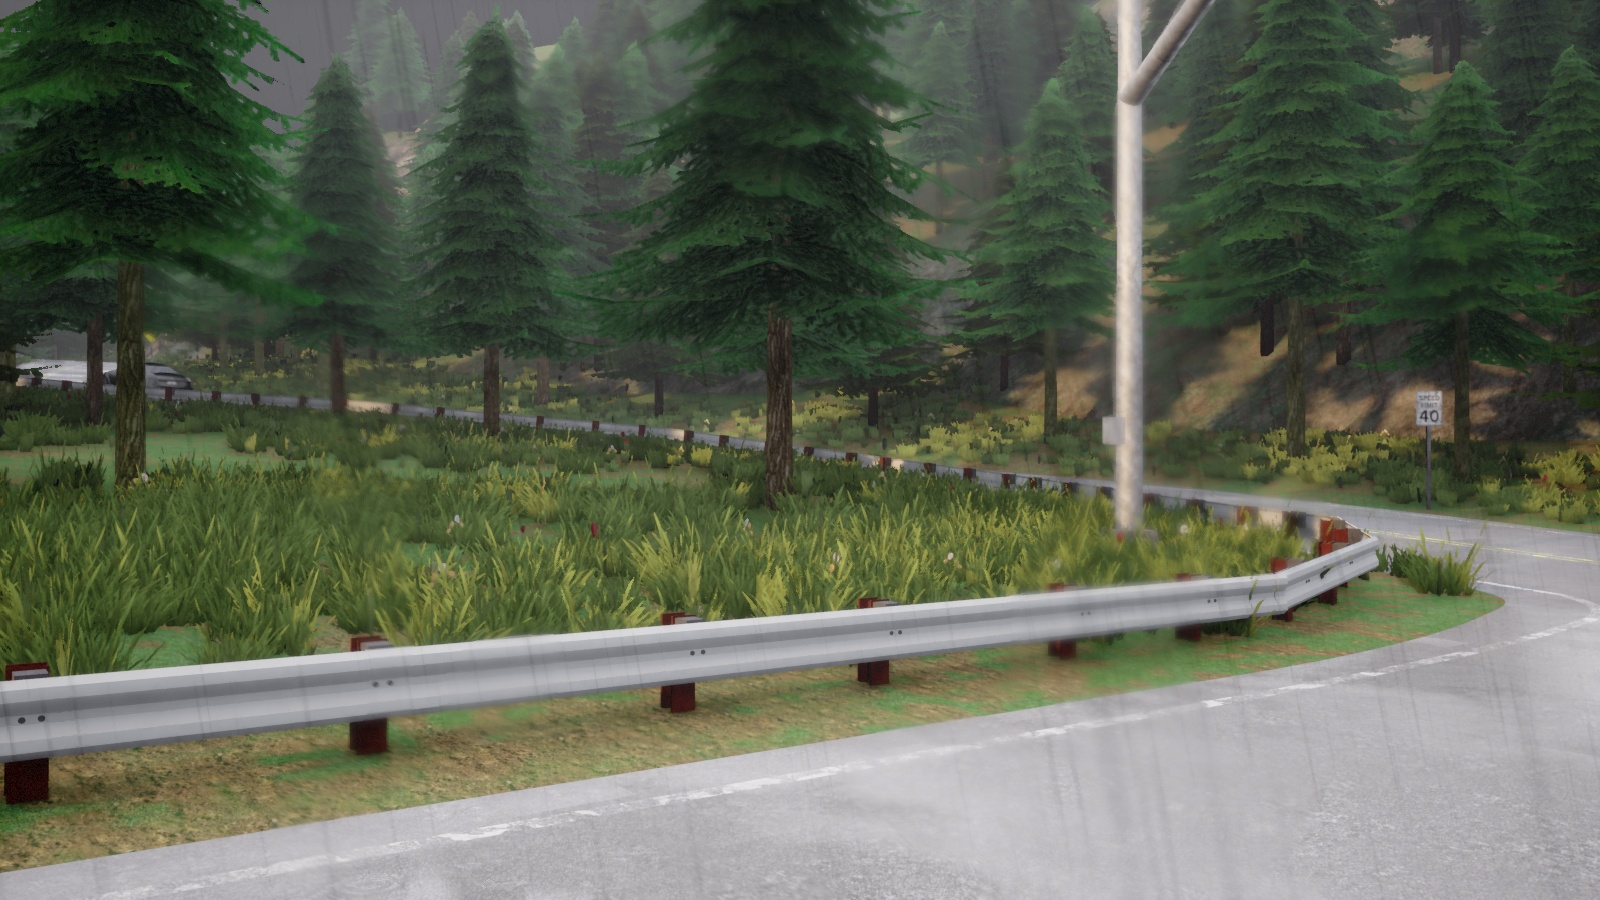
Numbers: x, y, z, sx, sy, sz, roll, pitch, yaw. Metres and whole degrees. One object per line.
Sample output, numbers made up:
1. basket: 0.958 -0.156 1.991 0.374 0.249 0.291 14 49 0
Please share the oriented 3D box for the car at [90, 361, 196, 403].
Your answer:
1. car: -25.943 -2.683 49.569 4.181 1.385 1.994 6 4 35
